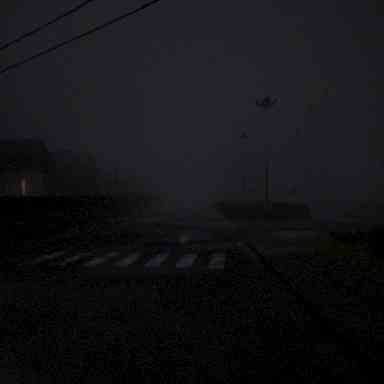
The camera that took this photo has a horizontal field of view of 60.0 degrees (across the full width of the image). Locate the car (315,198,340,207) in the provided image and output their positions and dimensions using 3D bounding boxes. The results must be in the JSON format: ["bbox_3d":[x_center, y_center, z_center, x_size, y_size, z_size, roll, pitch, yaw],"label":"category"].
[{"bbox_3d":[22.995,1.796,56.624,3.905,1.438,1.784,-1,0,1],"label":"car"}]
